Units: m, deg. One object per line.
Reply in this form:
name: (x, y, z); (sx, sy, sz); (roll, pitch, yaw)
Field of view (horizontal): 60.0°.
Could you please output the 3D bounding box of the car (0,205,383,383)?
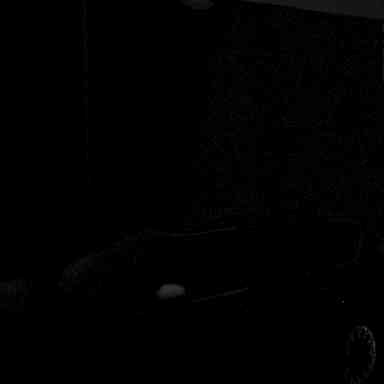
car: (-0.028, 1.217, 3.734); (5.566, 2.045, 2.150); (0, 0, -31)
